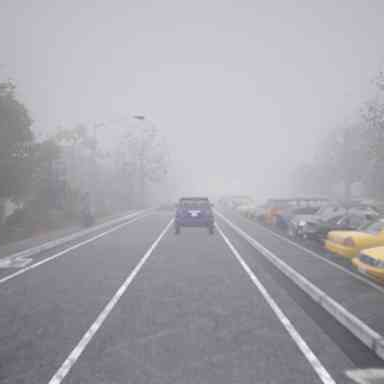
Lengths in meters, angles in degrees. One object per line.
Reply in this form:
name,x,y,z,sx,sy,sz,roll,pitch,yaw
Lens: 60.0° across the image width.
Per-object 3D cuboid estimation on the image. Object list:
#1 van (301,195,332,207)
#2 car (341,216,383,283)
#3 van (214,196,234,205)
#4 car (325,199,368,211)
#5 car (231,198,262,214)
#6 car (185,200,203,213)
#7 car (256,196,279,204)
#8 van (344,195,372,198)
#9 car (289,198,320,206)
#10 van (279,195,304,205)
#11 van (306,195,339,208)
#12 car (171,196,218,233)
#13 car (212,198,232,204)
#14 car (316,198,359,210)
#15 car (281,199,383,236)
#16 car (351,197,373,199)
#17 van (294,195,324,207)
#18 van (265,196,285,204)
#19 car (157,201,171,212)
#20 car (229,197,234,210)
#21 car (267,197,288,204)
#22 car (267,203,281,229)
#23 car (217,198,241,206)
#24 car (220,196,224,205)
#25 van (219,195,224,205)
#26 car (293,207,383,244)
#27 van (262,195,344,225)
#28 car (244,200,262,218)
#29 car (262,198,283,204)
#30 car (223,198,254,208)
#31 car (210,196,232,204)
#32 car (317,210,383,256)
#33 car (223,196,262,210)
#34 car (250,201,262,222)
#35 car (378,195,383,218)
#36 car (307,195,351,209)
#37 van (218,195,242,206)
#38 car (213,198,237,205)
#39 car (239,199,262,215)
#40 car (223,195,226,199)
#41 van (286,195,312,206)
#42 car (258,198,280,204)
van,20.432,1.490,54.791,4.442,1.987,1.878,0,0,0
car,6.749,1.509,7.958,5.366,1.575,1.946,0,0,0
van,7.496,1.911,77.209,4.442,1.987,1.878,0,-1,0
car,20.242,1.697,43.710,4.674,1.452,2.002,0,0,0
car,6.909,1.602,32.812,5.366,1.575,1.946,0,0,0
car,0.214,1.699,41.117,2.033,1.411,5.357,0,0,0
car,20.575,2.179,90.777,5.566,2.045,2.435,0,-2,0
van,20.344,1.417,41.066,4.442,1.987,1.878,0,0,0
car,20.356,1.771,60.311,5.008,1.535,2.097,0,-1,0
van,20.522,1.723,68.623,4.442,1.987,1.878,0,-1,0
van,20.415,1.476,52.146,4.442,1.987,1.878,0,0,0
car,0.129,1.276,19.958,2.150,2.045,5.566,0,0,0
car,7.445,2.285,82.754,4.792,1.488,2.163,0,-1,0
car,20.257,1.671,46.481,5.008,1.535,2.097,0,0,0
car,7.018,1.394,16.157,4.553,1.767,2.185,0,0,0
car,20.185,1.613,35.400,5.008,1.535,2.097,0,0,0
van,20.218,1.505,57.696,4.442,1.987,1.878,0,-1,0
van,20.611,2.019,82.471,4.442,1.987,1.878,0,-1,0
car,-3.229,1.756,41.551,1.895,1.301,4.718,0,0,0
car,7.124,1.636,38.363,4.892,1.521,2.231,0,0,0
car,20.445,2.060,79.701,4.553,1.767,2.185,0,-1,0
car,7.034,1.561,18.929,4.792,1.488,2.163,0,0,0
car,7.311,1.940,66.101,4.674,1.452,2.002,0,-1,0
car,7.196,1.693,49.467,5.008,1.535,2.097,0,0,0
van,7.120,1.497,55.021,4.442,1.987,1.878,0,0,0
car,6.963,1.512,13.377,4.892,1.521,2.231,0,0,0
van,7.139,1.321,21.707,4.442,1.987,1.878,0,0,0
car,7.029,1.605,27.258,4.792,1.488,2.163,0,0,0
car,20.505,2.305,85.237,4.892,1.521,2.231,0,-1,0
car,7.222,1.748,52.243,4.674,1.452,2.002,0,0,0
car,7.405,2.064,85.536,5.566,2.045,2.435,0,-1,0
car,7.137,1.506,10.608,5.366,1.575,1.946,0,0,0
car,6.962,1.646,41.140,5.366,1.575,1.946,0,0,0
car,7.012,1.591,24.482,4.792,1.488,2.163,0,0,0
car,20.127,1.332,29.861,5.566,2.045,2.435,0,0,0
car,20.252,1.436,49.377,5.566,2.045,2.435,0,0,0
van,7.174,1.615,63.332,4.442,1.987,1.878,0,-1,0
car,7.367,2.078,74.429,5.008,1.535,2.097,0,-1,0
car,7.047,1.620,30.034,4.792,1.488,2.163,0,0,0
car,7.152,1.553,46.692,4.553,1.767,2.185,0,0,0
van,20.252,1.605,63.086,4.442,1.987,1.878,0,-1,0
car,20.344,2.362,88.005,5.366,1.575,1.946,0,-1,0
